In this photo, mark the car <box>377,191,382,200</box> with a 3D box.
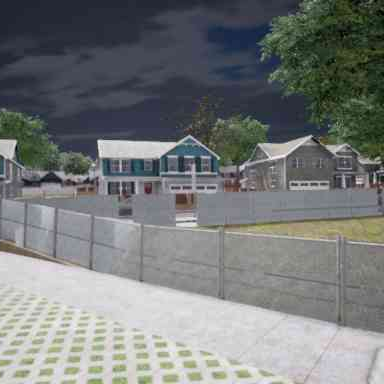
[{"bbox_3d":[17.959,0.402,29.616,4.892,1.490,1.837,-1,0,-15],"label":"car"}]

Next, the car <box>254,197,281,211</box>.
[{"bbox_3d":[5.771,0.769,26.121,5.357,1.411,2.033,-2,0,-17],"label":"car"}]

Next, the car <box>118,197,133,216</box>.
[{"bbox_3d":[-4.195,1.053,22.934,4.181,1.385,1.994,-2,0,-18],"label":"car"}]
